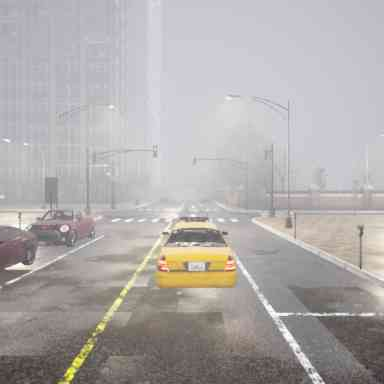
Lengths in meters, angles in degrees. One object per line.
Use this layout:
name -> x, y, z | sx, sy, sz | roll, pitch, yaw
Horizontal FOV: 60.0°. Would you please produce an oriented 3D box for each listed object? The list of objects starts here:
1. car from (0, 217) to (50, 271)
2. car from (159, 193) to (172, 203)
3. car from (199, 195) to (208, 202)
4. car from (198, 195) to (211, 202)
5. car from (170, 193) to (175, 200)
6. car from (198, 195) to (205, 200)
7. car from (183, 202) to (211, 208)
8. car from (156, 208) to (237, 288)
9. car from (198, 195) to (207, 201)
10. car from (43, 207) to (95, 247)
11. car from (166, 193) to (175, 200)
car -> -5.700, 1.579, 8.975 | 1.802, 1.307, 4.206 | 0, 0, 0
car -> -5.903, 1.485, 69.190 | 1.947, 1.339, 4.313 | 0, 0, 0
car -> 2.618, 1.454, 74.814 | 1.887, 1.381, 4.507 | 0, 0, 0
car -> 2.689, 1.492, 63.700 | 1.947, 1.339, 4.313 | 0, 0, 0
car -> -5.918, 1.323, 85.874 | 1.967, 1.590, 4.097 | 0, 0, 0
car -> 2.602, 1.411, 91.496 | 1.887, 1.381, 4.507 | 0, 0, 0
car -> 0.097, 1.535, 19.439 | 2.033, 1.411, 5.357 | 0, 0, 0
car -> 0.090, 1.454, 9.176 | 1.801, 1.575, 5.366 | 0, 0, 0
car -> 2.613, 1.448, 80.375 | 2.008, 1.369, 4.403 | 0, 0, 0
car -> -5.705, 1.433, 14.667 | 1.967, 1.590, 4.097 | 0, 0, 0
car -> -5.923, 1.181, 91.432 | 2.192, 1.841, 5.009 | 0, 0, 0
